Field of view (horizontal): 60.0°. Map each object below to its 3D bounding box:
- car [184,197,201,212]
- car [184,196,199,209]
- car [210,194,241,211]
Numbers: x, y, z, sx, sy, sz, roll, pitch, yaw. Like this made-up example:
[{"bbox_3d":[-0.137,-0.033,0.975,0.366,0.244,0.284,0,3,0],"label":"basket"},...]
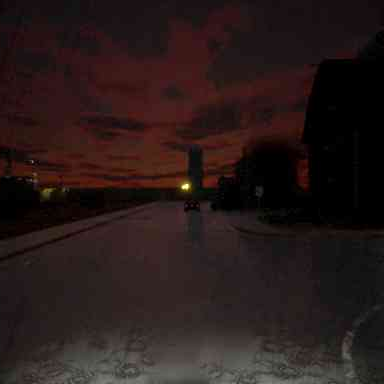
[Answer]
[{"bbox_3d":[0.033,1.589,38.692,2.033,1.411,5.357,0,-1,0],"label":"car"},{"bbox_3d":[-0.002,1.470,49.018,2.097,1.767,4.553,0,0,0],"label":"car"},{"bbox_3d":[4.154,1.245,41.007,1.905,1.878,3.866,-8,3,-42],"label":"car"}]
